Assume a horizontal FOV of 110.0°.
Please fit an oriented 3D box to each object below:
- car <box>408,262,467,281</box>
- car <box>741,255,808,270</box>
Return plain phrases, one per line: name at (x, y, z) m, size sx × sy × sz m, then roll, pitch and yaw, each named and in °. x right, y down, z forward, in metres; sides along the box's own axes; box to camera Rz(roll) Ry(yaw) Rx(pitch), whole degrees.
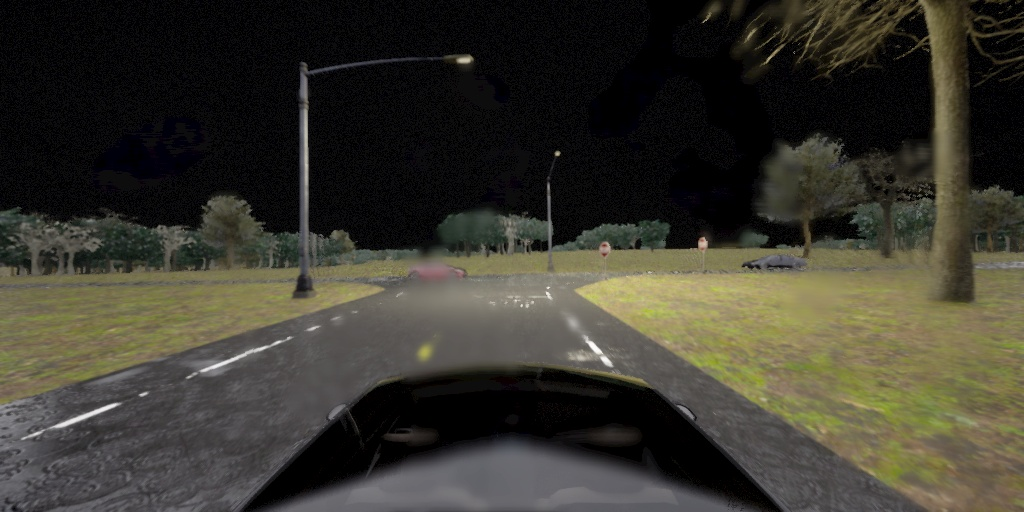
car at (-5.408, 1.119, 26.319) m, size 4.181 × 1.385 × 1.994 m, roll 0°, pitch 0°, yaw 0°
car at (24.699, 0.592, 33.809) m, size 5.357 × 1.411 × 2.033 m, roll -1°, pitch -2°, yaw -1°
